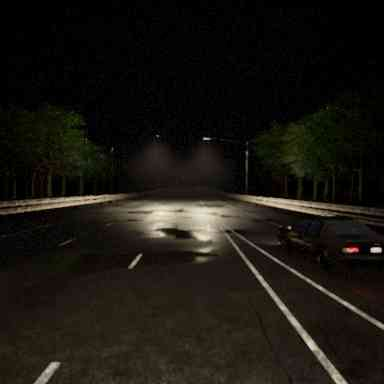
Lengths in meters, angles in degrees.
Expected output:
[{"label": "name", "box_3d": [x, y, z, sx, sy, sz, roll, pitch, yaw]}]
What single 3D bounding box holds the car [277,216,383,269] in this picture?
[{"label": "car", "box_3d": [4.491, 1.507, 10.953, 2.033, 1.411, 5.357, 0, 0, -4]}]
